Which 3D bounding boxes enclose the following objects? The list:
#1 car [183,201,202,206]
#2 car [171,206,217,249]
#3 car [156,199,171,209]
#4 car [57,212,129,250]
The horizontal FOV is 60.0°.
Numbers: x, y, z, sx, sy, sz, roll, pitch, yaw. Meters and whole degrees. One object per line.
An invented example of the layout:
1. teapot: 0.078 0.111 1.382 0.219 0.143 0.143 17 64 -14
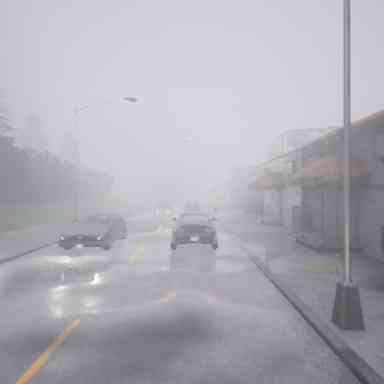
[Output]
1. car: 0.072 1.693 35.272 2.033 1.411 5.357 0 0 0
2. car: 0.090 1.587 14.763 1.812 1.442 4.674 0 0 0
3. car: -4.101 1.727 48.949 1.812 1.442 4.674 0 0 0
4. car: -4.110 1.609 14.810 2.033 1.411 5.357 0 0 0
